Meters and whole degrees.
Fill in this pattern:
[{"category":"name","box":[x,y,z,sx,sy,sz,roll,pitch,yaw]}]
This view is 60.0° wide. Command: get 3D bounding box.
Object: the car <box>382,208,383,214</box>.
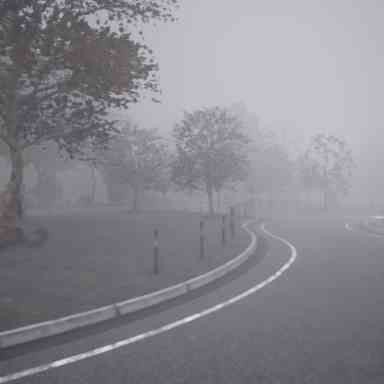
[{"category":"car","box":[19.220,1.578,29.413,4.181,1.385,1.994,1,0,7]}]
